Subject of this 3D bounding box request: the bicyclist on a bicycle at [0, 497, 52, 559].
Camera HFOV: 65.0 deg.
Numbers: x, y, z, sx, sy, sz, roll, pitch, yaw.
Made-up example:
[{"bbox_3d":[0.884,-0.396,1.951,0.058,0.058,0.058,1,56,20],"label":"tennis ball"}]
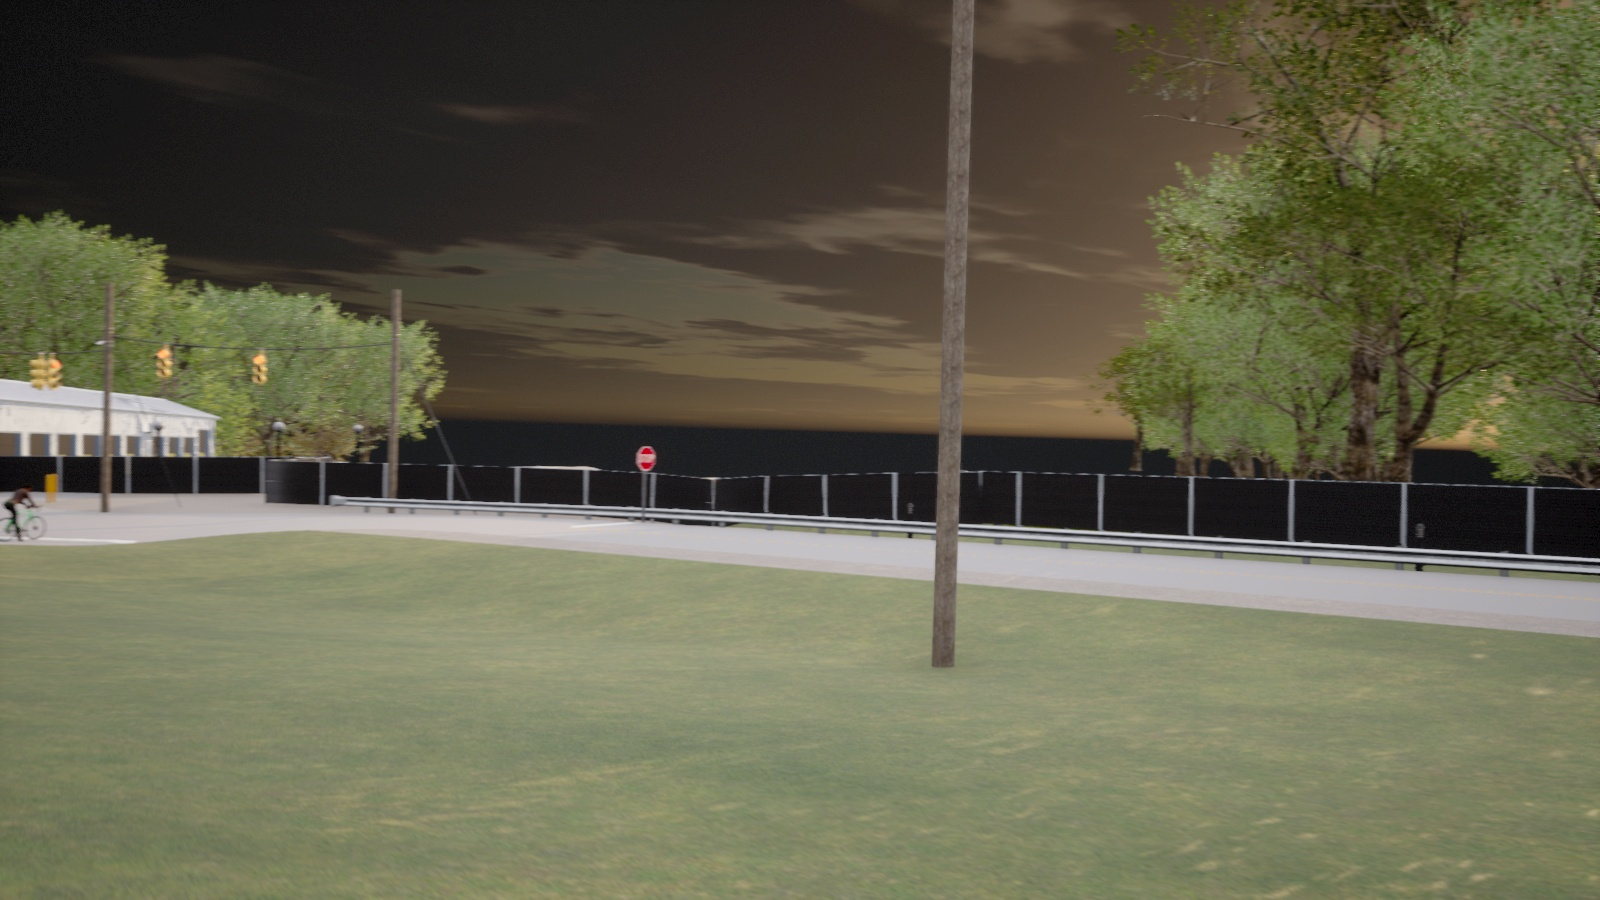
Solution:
[{"bbox_3d":[-21.953,2.164,35.285,0.582,1.620,1.656,1,0,14],"label":"bicyclist on a bicycle"}]
